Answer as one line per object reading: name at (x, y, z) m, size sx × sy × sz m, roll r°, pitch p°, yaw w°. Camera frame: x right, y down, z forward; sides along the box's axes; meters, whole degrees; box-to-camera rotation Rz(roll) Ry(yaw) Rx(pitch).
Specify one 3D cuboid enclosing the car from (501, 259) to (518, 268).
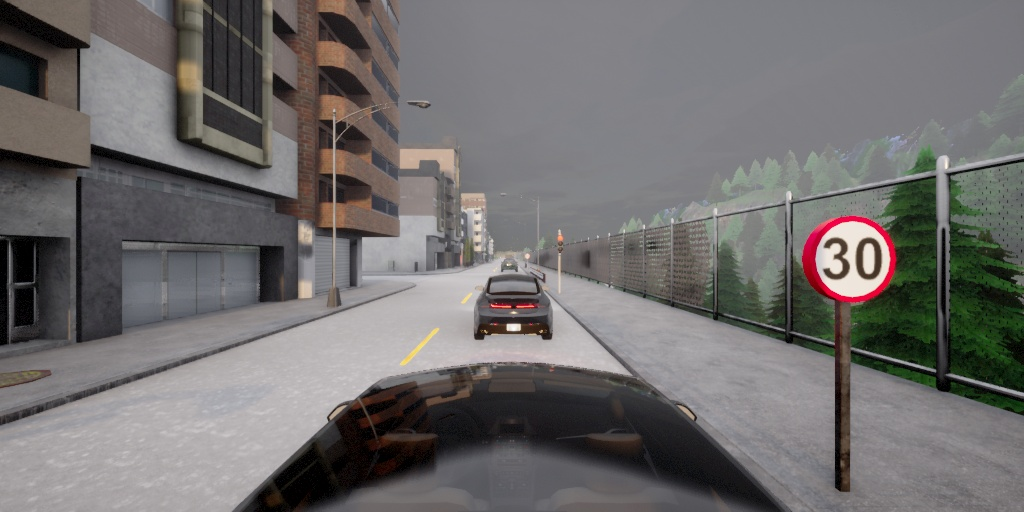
car at (-0.334, 1.102, 45.775) m, size 2.097 × 1.767 × 4.553 m, roll 0°, pitch 0°, yaw -1°

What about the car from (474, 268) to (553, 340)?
car at (0.015, 1.255, 9.957) m, size 1.837 × 1.490 × 4.892 m, roll 0°, pitch 0°, yaw 0°
